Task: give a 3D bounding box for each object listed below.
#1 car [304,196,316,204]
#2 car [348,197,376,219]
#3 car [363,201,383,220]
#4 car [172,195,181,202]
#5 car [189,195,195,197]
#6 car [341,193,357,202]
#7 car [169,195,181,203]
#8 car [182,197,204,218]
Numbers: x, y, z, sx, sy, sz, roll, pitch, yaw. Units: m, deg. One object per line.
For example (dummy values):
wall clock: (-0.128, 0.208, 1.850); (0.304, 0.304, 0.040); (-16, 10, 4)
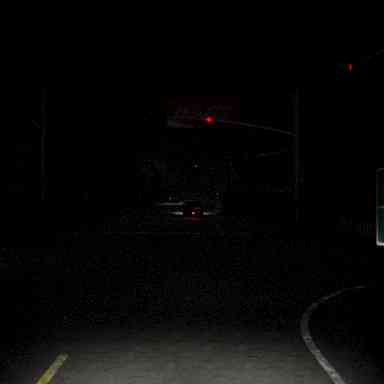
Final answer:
car: (22.316, 1.552, 64.059); (1.970, 1.475, 3.806); (0, 0, 0)
car: (14.296, 1.504, 24.968); (3.866, 1.878, 1.905); (0, 0, 0)
car: (18.606, 1.672, 30.651); (4.611, 1.667, 2.242); (0, 0, 0)
car: (-3.668, 1.539, 78.880); (2.033, 1.411, 5.357); (0, 0, 0)
car: (-0.184, 1.552, 86.304); (1.994, 1.385, 4.181); (0, 0, 0)
car: (34.696, 1.489, 71.886); (2.007, 1.523, 4.514); (0, 0, 0)
car: (-3.655, 1.352, 68.557); (2.097, 1.767, 4.553); (0, 0, 0)
car: (0.087, 1.595, 31.685); (1.837, 1.490, 4.892); (2, 0, -1)
